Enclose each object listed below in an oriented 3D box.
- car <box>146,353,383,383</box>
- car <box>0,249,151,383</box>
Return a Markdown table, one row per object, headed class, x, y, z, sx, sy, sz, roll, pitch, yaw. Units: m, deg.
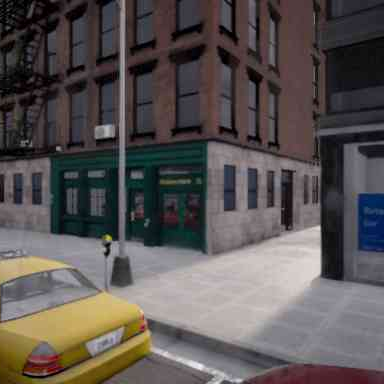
| class | x | y | z | sx | sy | sz | roll | pitch | yaw |
| --- | --- | --- | --- | --- | --- | --- | --- | --- | --- |
| car | 1.985 | 1.585 | 1.389 | 4.206 | 1.307 | 1.802 | 0 | 0 | 36 |
| car | -2.775 | 1.507 | 4.793 | 4.829 | 1.417 | 1.752 | 0 | 0 | 36 |
